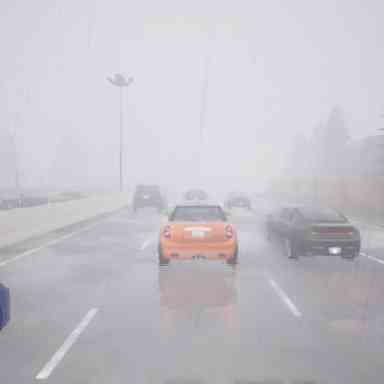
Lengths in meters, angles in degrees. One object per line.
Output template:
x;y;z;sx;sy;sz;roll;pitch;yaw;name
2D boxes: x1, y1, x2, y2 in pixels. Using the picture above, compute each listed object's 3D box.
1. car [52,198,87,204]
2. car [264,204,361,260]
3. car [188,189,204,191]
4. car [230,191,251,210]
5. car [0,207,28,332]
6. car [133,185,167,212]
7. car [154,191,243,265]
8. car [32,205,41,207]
-10.397;0.636;28.471;1.837;1.490;4.892;0;2;0;car
3.675;1.170;10.924;1.837;1.490;4.892;0;2;0;car
0.284;0.540;26.663;2.097;1.767;4.553;0;2;0;car
3.780;0.677;27.918;1.812;1.442;4.674;0;2;0;car
-3.387;1.161;1.827;2.150;2.045;5.566;0;2;0;car
-3.220;0.426;26.097;2.150;2.045;5.566;0;2;0;car
0.174;1.027;10.568;2.097;1.767;4.553;0;2;0;car
-13.908;0.756;27.641;1.895;1.301;4.718;0;2;0;car
